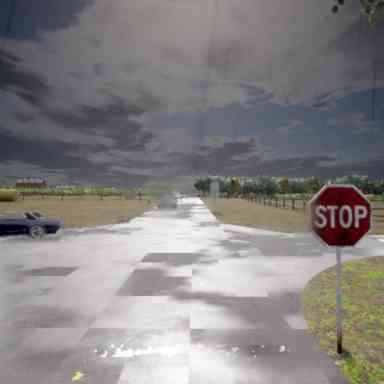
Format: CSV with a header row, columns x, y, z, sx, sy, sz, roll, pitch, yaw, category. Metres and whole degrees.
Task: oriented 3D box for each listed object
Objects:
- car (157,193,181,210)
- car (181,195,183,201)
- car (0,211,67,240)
x,y,z,sx,sy,sz,roll,pitch,yaw,category
-2.716,1.077,37.766,2.097,1.767,4.553,0,0,0,car
-2.691,0.915,62.509,1.812,1.442,4.674,0,0,0,car
-8.526,1.549,15.712,4.718,1.301,1.895,1,-2,-11,car
